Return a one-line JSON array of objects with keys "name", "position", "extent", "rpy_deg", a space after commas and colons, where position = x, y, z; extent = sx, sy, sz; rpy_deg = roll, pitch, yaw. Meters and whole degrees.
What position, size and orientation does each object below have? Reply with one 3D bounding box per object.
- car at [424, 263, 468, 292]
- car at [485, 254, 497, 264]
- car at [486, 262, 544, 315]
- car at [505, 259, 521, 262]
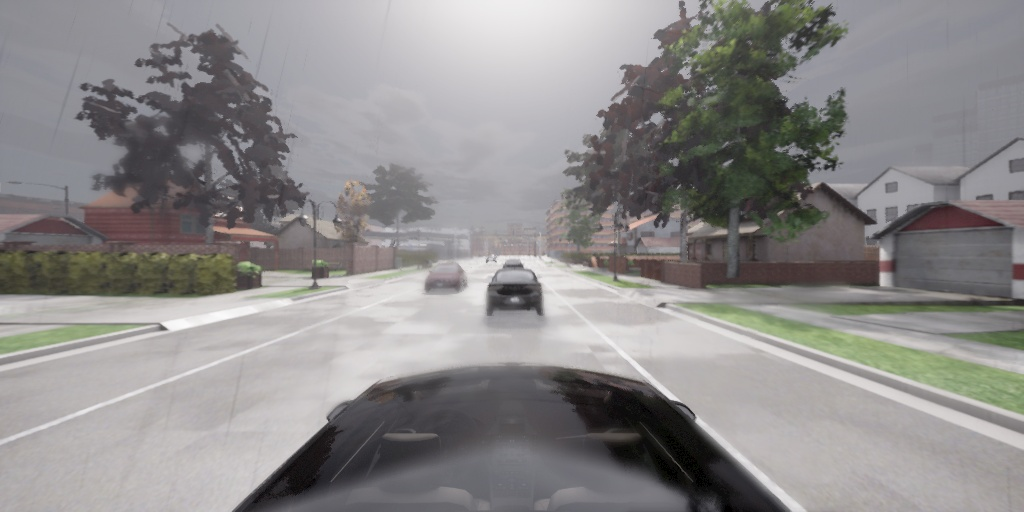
[{"name": "car", "position": [-3.596, 1.158, 20.227], "extent": [1.812, 1.442, 4.674], "rpy_deg": [0, 0, 0]}, {"name": "car", "position": [-3.501, 0.470, 61.572], "extent": [2.128, 1.511, 4.902], "rpy_deg": [0, 1, 0]}, {"name": "car", "position": [0.099, 1.163, 13.286], "extent": [1.882, 1.535, 5.008], "rpy_deg": [0, 0, 0]}, {"name": "car", "position": [0.098, 1.027, 31.928], "extent": [1.837, 1.490, 4.892], "rpy_deg": [0, 1, 0]}]
